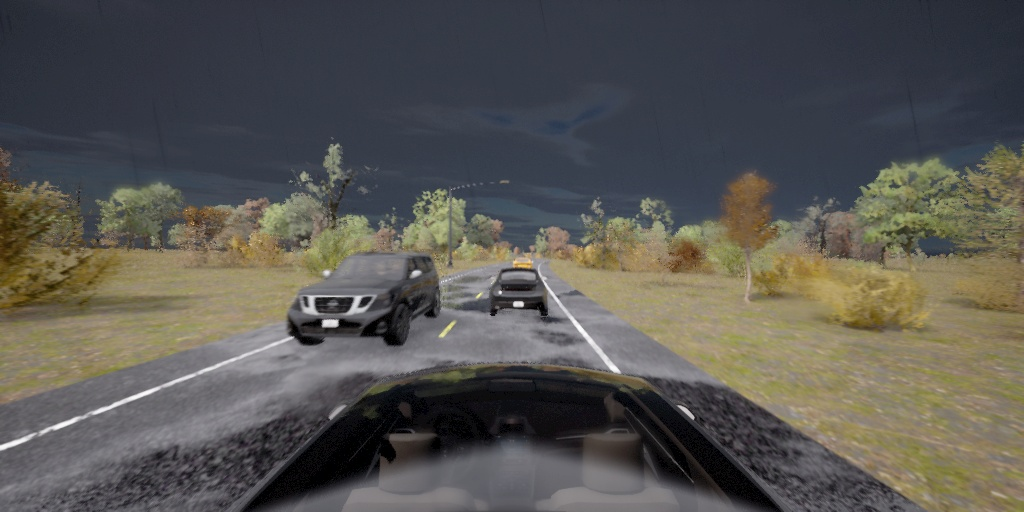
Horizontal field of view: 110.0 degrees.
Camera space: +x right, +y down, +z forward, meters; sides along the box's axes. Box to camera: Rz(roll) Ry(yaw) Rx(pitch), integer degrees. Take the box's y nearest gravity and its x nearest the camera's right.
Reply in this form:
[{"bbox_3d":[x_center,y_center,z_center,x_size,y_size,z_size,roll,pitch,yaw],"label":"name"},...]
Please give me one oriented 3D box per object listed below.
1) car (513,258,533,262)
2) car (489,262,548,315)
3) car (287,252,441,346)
[{"bbox_3d":[1.088,0.940,35.426,1.882,1.535,5.008,0,0,3],"label":"car"},{"bbox_3d":[0.240,1.157,13.024,1.837,1.490,4.892,0,1,1],"label":"car"},{"bbox_3d":[-3.406,0.900,9.558,2.150,2.045,5.566,0,0,1],"label":"car"}]
